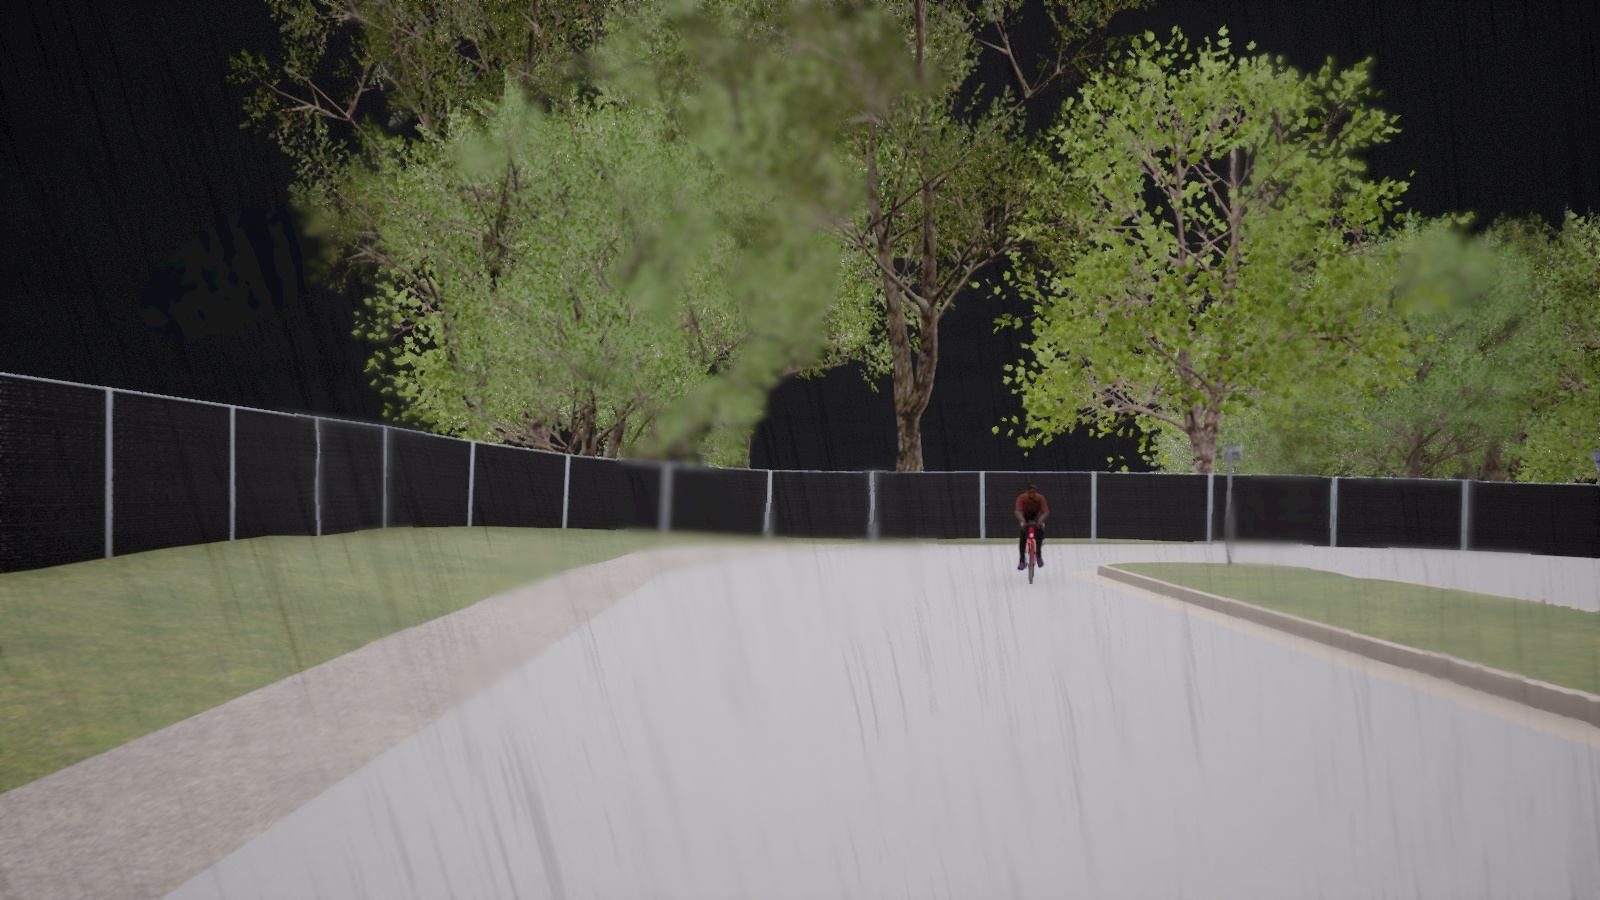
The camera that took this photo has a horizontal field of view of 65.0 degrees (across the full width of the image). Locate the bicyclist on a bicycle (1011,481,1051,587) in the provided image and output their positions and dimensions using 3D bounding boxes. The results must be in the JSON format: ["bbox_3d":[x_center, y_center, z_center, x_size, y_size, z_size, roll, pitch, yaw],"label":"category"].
[{"bbox_3d":[3.733,1.325,20.365,0.582,1.620,1.656,0,-1,8],"label":"bicyclist on a bicycle"}]
